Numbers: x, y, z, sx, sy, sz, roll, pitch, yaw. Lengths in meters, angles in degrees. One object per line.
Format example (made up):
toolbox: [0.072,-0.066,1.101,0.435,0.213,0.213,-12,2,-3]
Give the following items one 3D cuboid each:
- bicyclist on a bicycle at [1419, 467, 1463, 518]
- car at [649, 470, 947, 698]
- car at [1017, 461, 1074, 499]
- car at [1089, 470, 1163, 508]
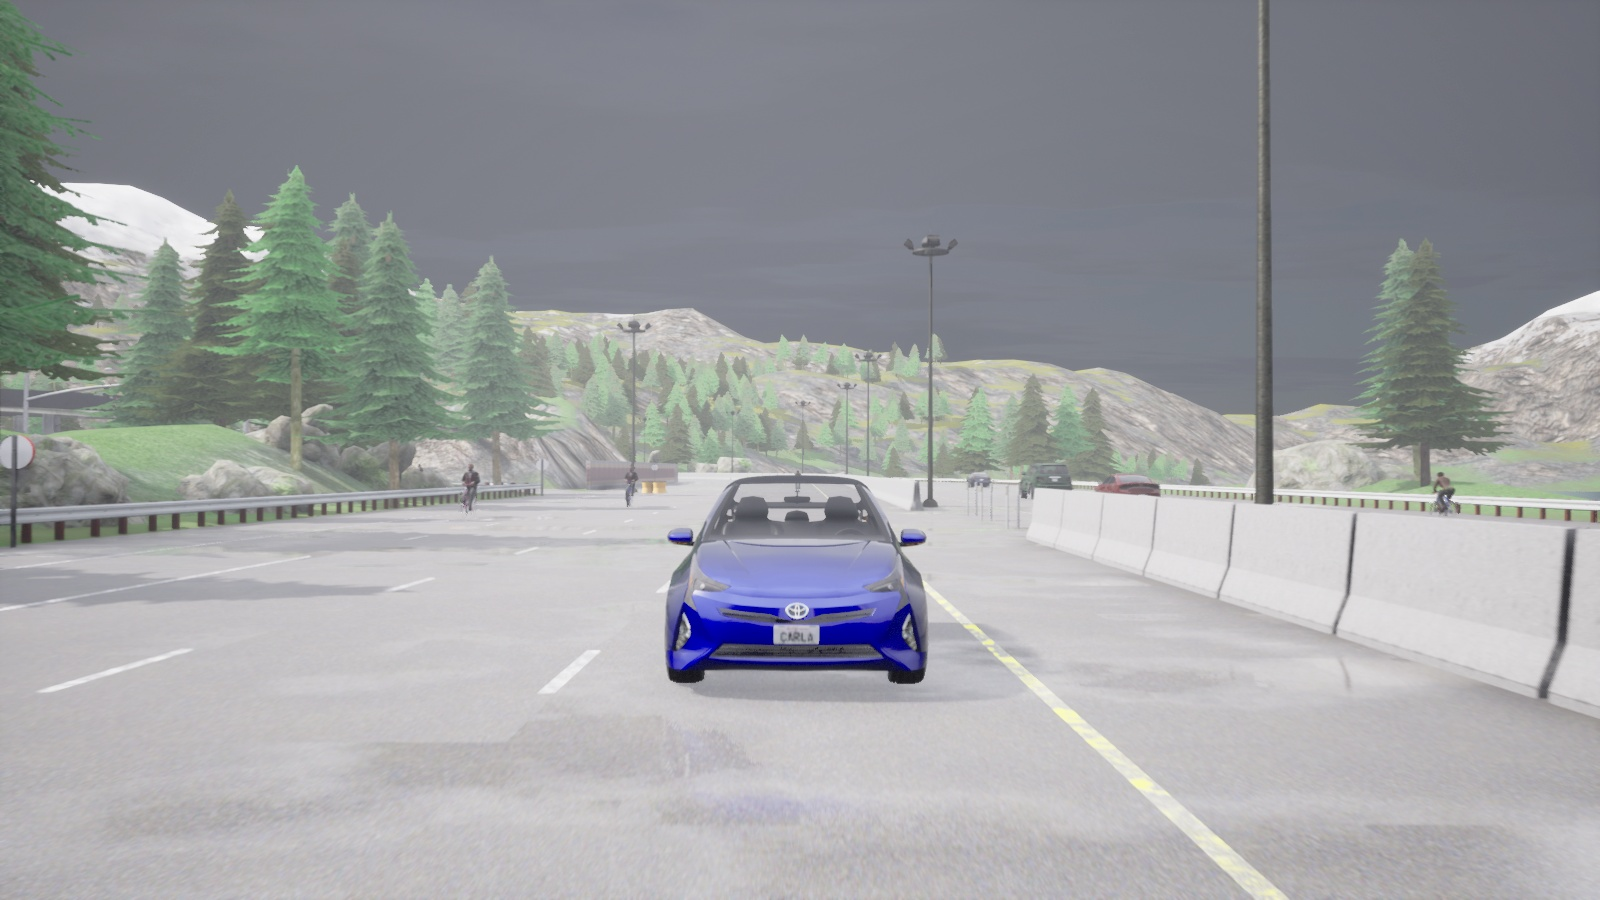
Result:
bicyclist on a bicycle: [20.940,1.371,41.046,0.582,1.620,1.656,0,-1,0]
car: [-0.019,0.941,10.722,2.007,1.525,4.514,0,-1,0]
car: [13.898,1.672,71.355,2.150,2.045,5.566,0,-1,0]
car: [13.923,1.639,53.928,1.882,1.535,5.008,0,-1,0]
